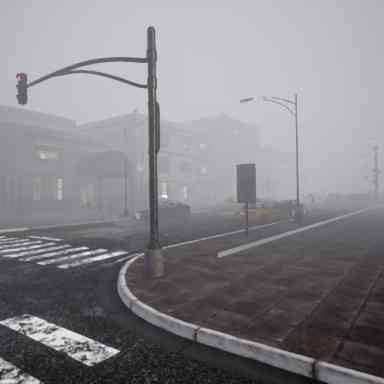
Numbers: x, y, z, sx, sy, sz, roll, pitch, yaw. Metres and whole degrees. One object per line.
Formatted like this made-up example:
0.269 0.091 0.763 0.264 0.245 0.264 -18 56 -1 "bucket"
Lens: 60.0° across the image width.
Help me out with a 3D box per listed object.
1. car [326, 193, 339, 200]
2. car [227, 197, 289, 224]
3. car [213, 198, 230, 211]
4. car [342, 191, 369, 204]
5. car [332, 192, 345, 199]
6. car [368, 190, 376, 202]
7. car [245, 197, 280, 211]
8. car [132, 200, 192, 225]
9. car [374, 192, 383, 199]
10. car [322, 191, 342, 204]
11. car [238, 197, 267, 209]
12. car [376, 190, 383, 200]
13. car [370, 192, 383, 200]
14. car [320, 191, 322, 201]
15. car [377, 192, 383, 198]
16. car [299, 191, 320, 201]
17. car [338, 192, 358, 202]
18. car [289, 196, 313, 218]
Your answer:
30.143 0.935 71.333 1.802 1.307 4.206 -1 0 36 "car"
4.441 1.242 21.811 1.752 1.417 4.829 -1 0 36 "car"
3.985 1.290 35.415 1.752 1.417 4.829 -1 0 36 "car"
22.927 0.898 46.443 1.882 1.535 5.008 -1 0 36 "car"
33.399 0.743 75.805 1.967 1.590 4.097 -1 0 36 "car"
27.053 0.860 52.098 1.837 1.490 4.892 -1 0 36 "car"
7.681 1.294 36.093 1.895 1.301 4.718 -1 0 36 "car"
-1.959 1.339 22.869 2.128 1.511 4.902 -1 0 36 "car"
40.171 0.721 70.871 1.947 1.339 4.313 -1 0 36 "car"
21.414 0.811 49.532 2.097 1.767 4.553 -1 0 36 "car"
7.343 1.293 40.026 1.802 1.307 4.206 -1 0 36 "car"
33.654 0.570 61.925 2.192 1.841 5.009 -1 0 36 "car"
36.914 0.771 66.398 1.947 1.339 4.313 -1 0 36 "car"
23.625 0.769 62.388 2.192 1.841 5.009 -1 0 36 "car"
43.254 0.652 75.091 1.887 1.381 4.507 -1 0 36 "car"
16.653 0.689 48.267 1.812 1.442 4.674 -1 0 36 "car"
26.651 0.869 56.728 2.128 1.511 4.902 -1 0 36 "car"
7.599 1.217 26.146 2.008 1.369 4.403 -1 0 36 "car"
